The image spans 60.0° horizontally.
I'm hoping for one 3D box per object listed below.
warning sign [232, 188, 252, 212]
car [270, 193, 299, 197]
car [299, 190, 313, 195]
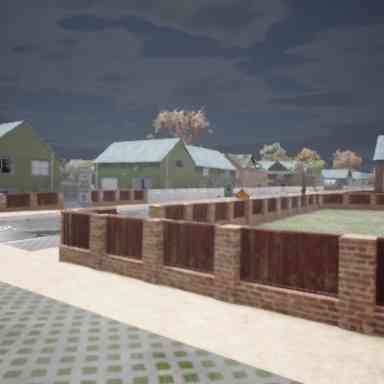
[{"bbox_3d":[4.151,0.641,27.489,1.300,1.860,1.060,1,1,35],"label":"warning sign"},{"bbox_3d":[11.705,0.728,42.576,1.895,1.301,4.718,3,3,35],"label":"car"},{"bbox_3d":[17.264,0.473,50.597,1.812,1.442,4.674,3,3,35],"label":"car"}]
